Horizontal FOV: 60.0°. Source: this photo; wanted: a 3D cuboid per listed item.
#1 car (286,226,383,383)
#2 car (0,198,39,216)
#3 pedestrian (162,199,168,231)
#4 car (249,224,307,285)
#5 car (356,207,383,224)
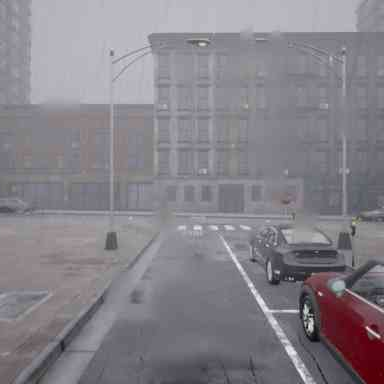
[{"bbox_3d":[2.664,1.441,3.759,1.967,1.590,4.097,0,0,0],"label":"car"},{"bbox_3d":[-15.738,1.232,28.555,4.902,1.511,2.128,1,0,1],"label":"car"},{"bbox_3d":[-1.570,1.298,19.198,0.375,1.860,0.375,0,0,0],"label":"pedestrian"},{"bbox_3d":[2.692,1.553,9.263,2.008,1.369,4.403,0,0,0],"label":"car"},{"bbox_3d":[16.951,1.977,28.238,5.357,1.411,2.033,1,0,1],"label":"car"}]
